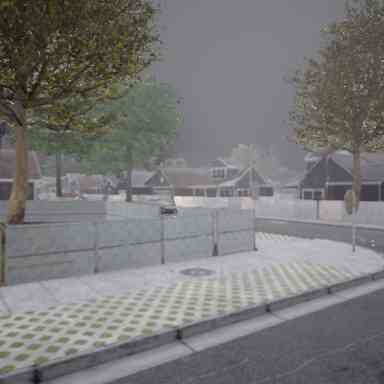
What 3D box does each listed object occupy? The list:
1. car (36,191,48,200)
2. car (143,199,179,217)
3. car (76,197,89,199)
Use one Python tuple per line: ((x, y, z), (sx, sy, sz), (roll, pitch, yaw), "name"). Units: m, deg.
((-37.398, 1.175, 83.142), (2.128, 1.511, 4.902), (0, 0, -36), "car")
((-2.879, 1.396, 29.945), (1.882, 1.535, 5.008), (0, 0, -36), "car")
((-15.905, 1.363, 48.331), (2.033, 1.411, 5.357), (0, 0, -35), "car")
